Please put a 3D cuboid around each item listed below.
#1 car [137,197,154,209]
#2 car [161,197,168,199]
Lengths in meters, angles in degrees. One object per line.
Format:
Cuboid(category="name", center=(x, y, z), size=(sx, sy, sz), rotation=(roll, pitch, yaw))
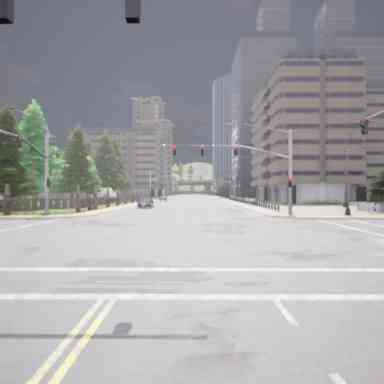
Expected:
Cuboid(category="car", center=(-6.290, 1.497, 45.491), size=(2.128, 1.511, 4.902), rotation=(0, 0, 0))
Cuboid(category="car", center=(-6.105, 1.368, 71.341), size=(1.994, 1.385, 4.181), rotation=(0, 0, 0))
